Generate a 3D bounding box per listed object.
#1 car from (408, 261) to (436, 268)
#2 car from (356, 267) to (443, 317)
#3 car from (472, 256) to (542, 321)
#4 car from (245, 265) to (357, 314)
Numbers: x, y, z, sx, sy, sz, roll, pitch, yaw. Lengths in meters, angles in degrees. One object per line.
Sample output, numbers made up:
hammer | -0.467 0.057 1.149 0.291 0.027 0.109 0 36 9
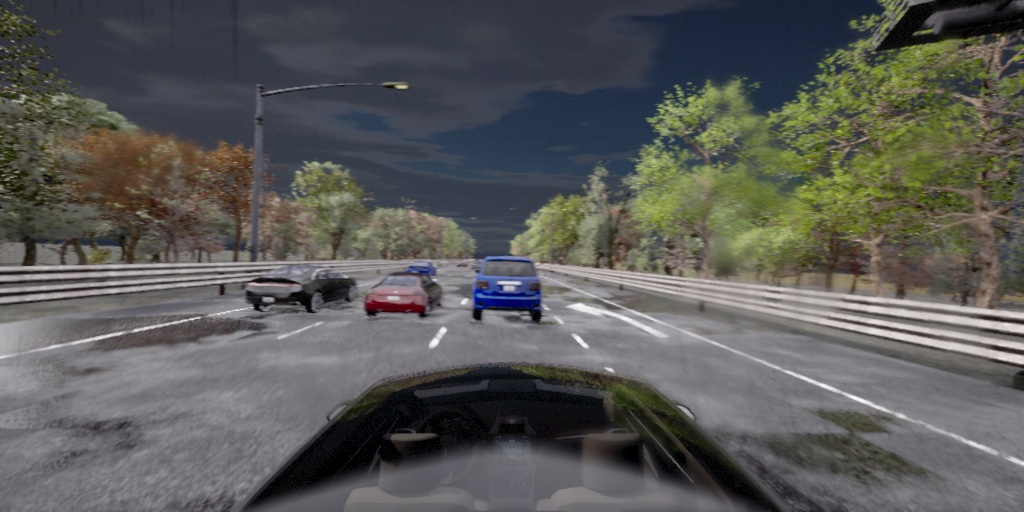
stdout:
car | -8.061 1.201 32.532 1.882 1.535 5.008 2 -1 -2
car | -3.708 1.270 12.955 1.994 1.385 4.181 2 0 -2
car | -0.200 1.051 13.106 2.150 2.045 5.566 2 0 -2
car | -7.203 1.075 12.874 2.128 1.511 4.902 2 0 -2
